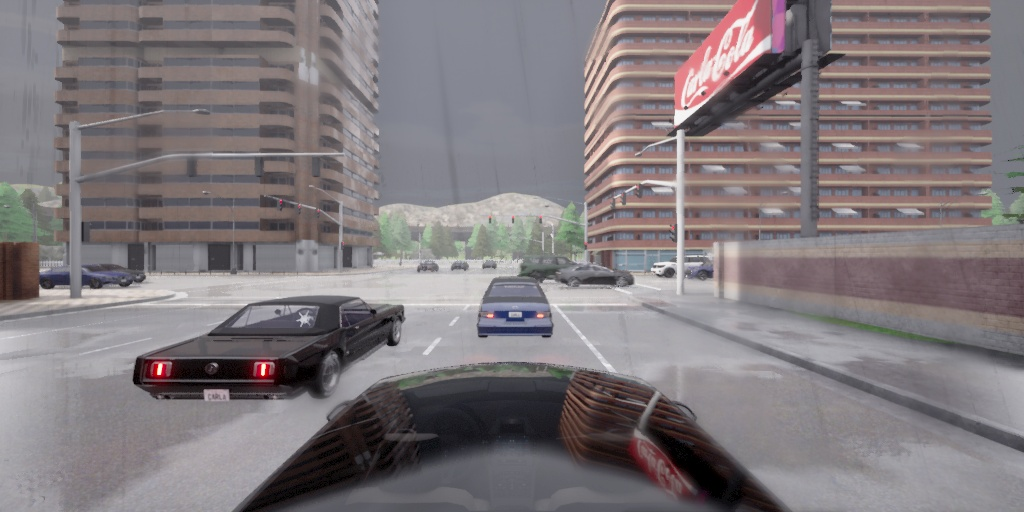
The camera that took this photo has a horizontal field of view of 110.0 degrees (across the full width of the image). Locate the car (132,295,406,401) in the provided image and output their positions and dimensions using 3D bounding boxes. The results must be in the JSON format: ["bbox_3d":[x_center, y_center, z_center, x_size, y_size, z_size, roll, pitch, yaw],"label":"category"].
[{"bbox_3d":[-3.449,1.350,6.434,1.895,1.301,4.718,0,0,0],"label":"car"}]

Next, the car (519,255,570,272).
[{"bbox_3d":[3.240,0.966,25.908,5.566,2.045,2.150,0,0,0],"label":"car"}]

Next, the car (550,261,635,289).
[{"bbox_3d":[5.095,1.237,22.422,4.902,1.511,2.128,0,0,0],"label":"car"}]

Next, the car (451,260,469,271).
[{"bbox_3d":[-7.136,1.304,49.375,1.994,1.385,4.181,0,0,1],"label":"car"}]

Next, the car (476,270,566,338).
[{"bbox_3d":[0.066,1.296,10.156,2.033,1.411,5.357,0,0,0],"label":"car"}]

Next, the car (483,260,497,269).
[{"bbox_3d":[-3.508,1.302,56.737,1.994,1.385,4.181,0,0,0],"label":"car"}]

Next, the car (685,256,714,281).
[{"bbox_3d":[16.704,1.096,29.705,4.553,1.767,2.097,0,0,0],"label":"car"}]

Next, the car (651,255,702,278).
[{"bbox_3d":[15.865,0.966,33.200,5.566,2.045,2.150,0,0,0],"label":"car"}]

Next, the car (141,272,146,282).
[{"bbox_3d":[-29.149,1.271,25.694,4.674,1.442,1.812,0,0,-1],"label":"car"}]

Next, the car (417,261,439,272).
[{"bbox_3d":[-10.649,1.305,45.555,1.994,1.385,4.181,0,0,1],"label":"car"}]

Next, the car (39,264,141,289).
[{"bbox_3d":[-26.425,1.271,22.214,4.674,1.442,1.812,0,0,-1],"label":"car"}]
